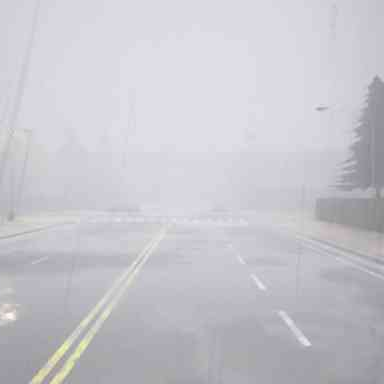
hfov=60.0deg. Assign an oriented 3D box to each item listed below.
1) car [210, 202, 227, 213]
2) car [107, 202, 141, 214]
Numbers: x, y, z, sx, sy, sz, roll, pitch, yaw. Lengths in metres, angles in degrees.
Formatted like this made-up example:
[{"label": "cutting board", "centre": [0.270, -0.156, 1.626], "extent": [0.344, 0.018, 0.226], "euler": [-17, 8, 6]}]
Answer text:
[{"label": "car", "centre": [3.448, 1.994, 42.909], "extent": [2.033, 1.411, 5.357], "euler": [0, -1, 0]}, {"label": "car", "centre": [-8.451, 1.978, 41.299], "extent": [4.181, 1.385, 1.994], "euler": [0, -1, 25]}]
